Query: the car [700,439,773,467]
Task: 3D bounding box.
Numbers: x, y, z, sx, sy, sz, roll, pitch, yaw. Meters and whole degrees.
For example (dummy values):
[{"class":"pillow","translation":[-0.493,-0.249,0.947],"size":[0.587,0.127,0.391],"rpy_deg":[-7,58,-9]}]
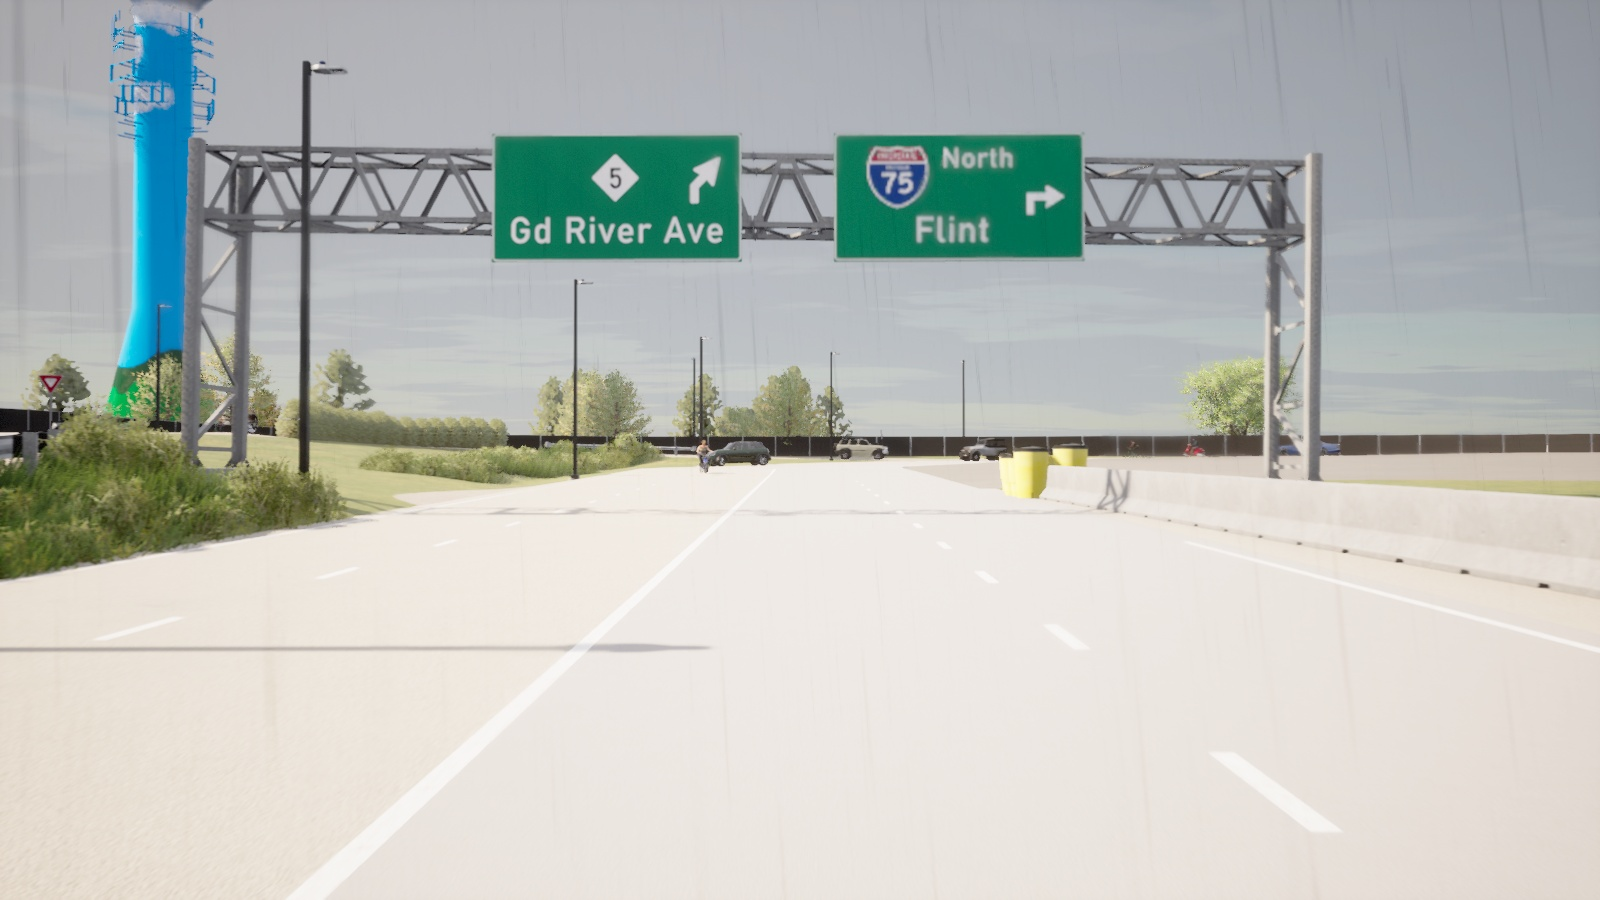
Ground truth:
[{"class":"car","translation":[-4.386,0.220,86.388],"size":[4.553,1.767,2.097],"rpy_deg":[-1,0,-20]}]
